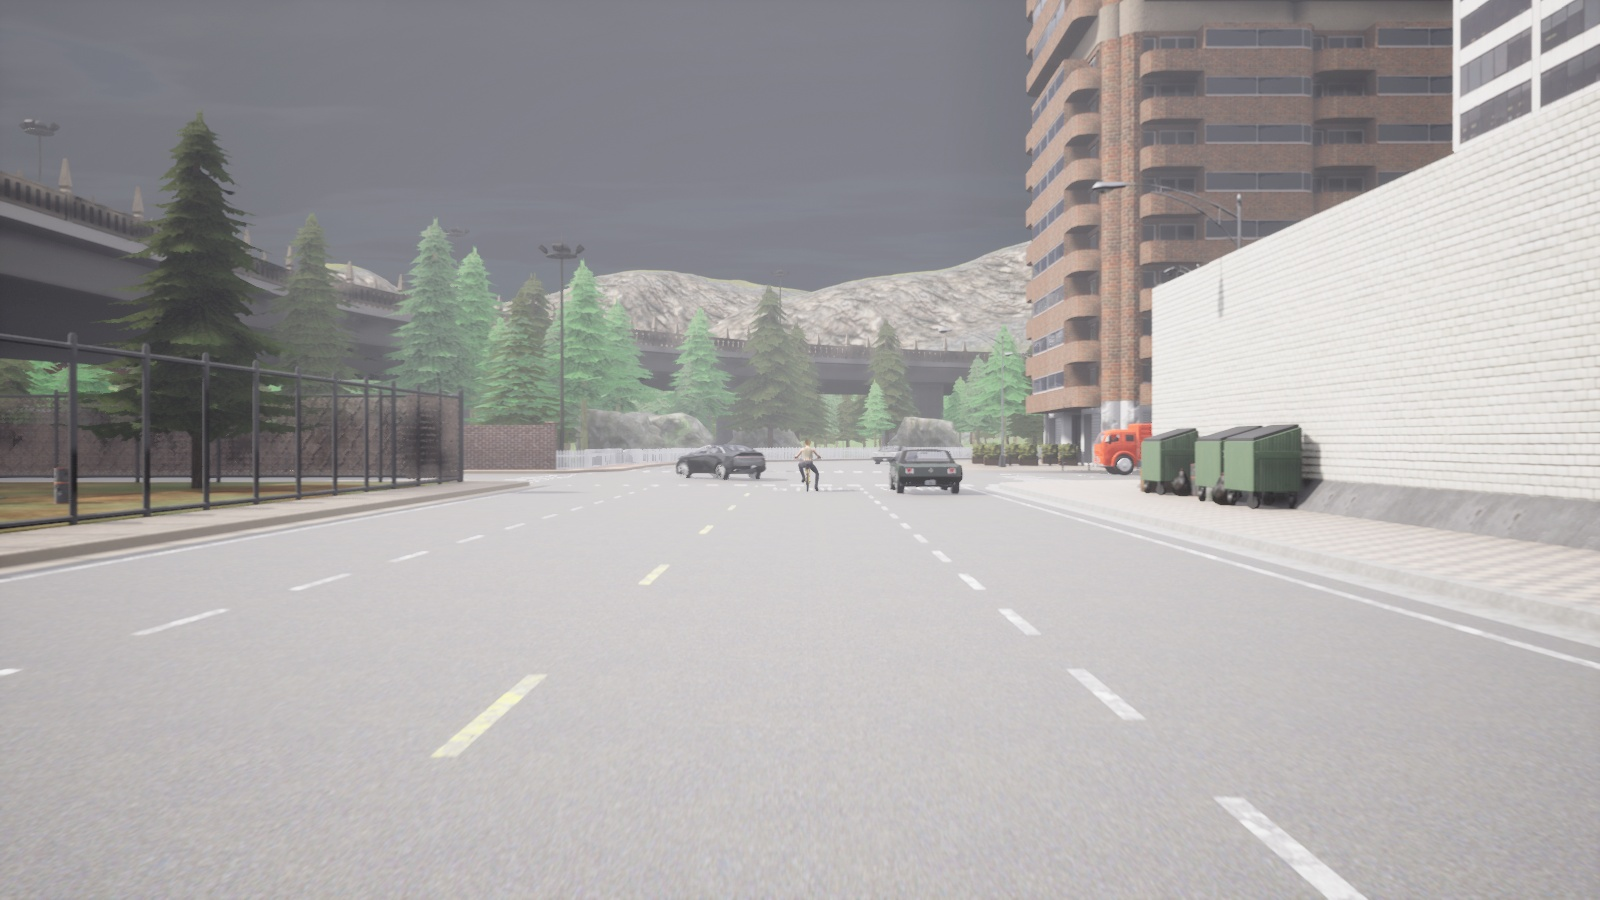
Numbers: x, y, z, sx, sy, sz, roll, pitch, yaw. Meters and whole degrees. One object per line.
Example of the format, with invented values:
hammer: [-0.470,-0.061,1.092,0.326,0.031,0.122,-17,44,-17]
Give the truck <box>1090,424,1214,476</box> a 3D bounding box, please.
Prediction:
truck: [16.787,-0.010,60.167,5.204,2.467,2.627,0,0,0]

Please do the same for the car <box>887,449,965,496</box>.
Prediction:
car: [3.730,0.637,37.830,1.895,1.301,4.718,0,0,0]

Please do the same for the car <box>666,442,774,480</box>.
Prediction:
car: [-3.430,0.435,52.849,2.128,1.511,4.902,0,1,-38]

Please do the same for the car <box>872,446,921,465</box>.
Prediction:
car: [6.710,0.361,87.217,1.895,1.301,4.718,0,0,24]
